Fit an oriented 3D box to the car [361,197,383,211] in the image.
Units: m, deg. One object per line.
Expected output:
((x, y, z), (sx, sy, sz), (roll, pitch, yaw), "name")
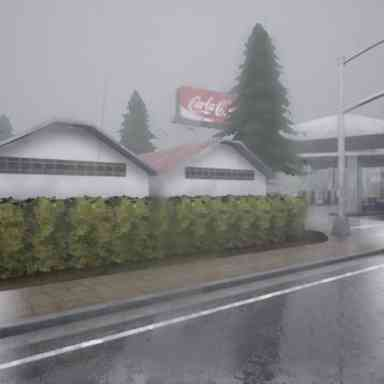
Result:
((22.244, 1.491, 40.284), (4.611, 1.667, 2.242), (0, 0, -36), "car")
